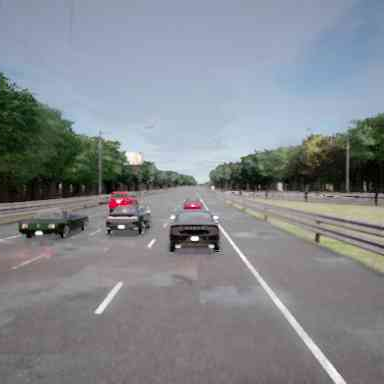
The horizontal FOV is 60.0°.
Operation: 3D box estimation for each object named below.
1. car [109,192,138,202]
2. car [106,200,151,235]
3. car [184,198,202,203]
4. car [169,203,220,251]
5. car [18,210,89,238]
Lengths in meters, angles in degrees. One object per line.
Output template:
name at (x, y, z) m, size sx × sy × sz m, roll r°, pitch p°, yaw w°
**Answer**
car at (-6.903, 0.982, 33.926) m, size 2.150 × 2.045 × 5.566 m, roll 0°, pitch 1°, yaw 0°
car at (-3.402, 1.437, 18.441) m, size 2.128 × 1.511 × 4.902 m, roll 0°, pitch 0°, yaw 0°
car at (0.097, 1.302, 35.282) m, size 1.994 × 1.385 × 4.181 m, roll 0°, pitch 1°, yaw 0°
car at (0.098, 1.451, 14.007) m, size 1.882 × 1.535 × 5.008 m, roll 0°, pitch 0°, yaw 0°
car at (-6.901, 1.556, 17.228) m, size 1.895 × 1.301 × 4.718 m, roll 0°, pitch 0°, yaw 0°
